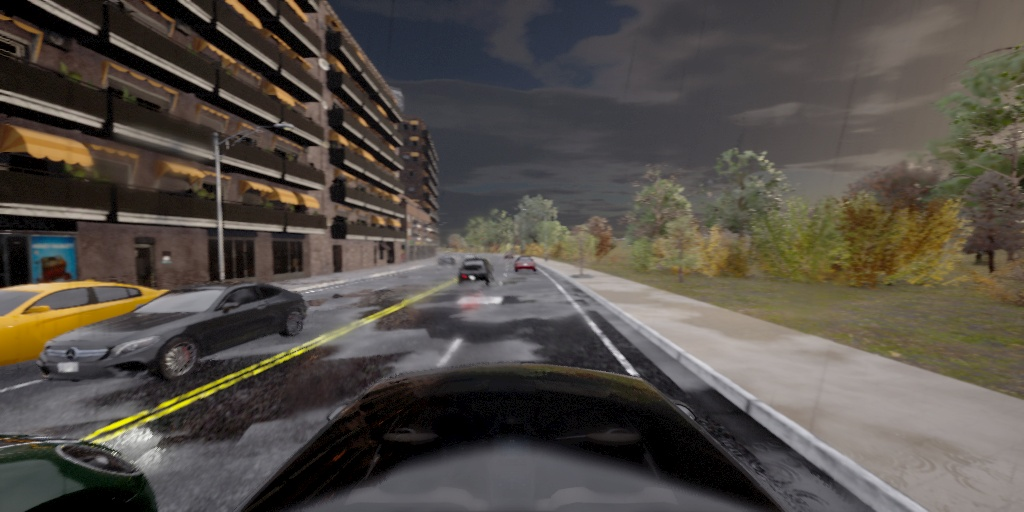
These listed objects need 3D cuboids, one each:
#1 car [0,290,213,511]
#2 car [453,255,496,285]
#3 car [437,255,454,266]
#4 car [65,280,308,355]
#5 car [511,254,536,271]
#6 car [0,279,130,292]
[{"bbox_3d":[-3.175,1.184,0.164,2.097,1.767,4.553,-1,1,3],"label":"car"},{"bbox_3d":[-2.189,0.918,22.635,1.837,1.490,4.892,-1,1,1],"label":"car"},{"bbox_3d":[-8.921,0.617,48.929,1.994,1.385,4.181,-1,1,-1],"label":"car"},{"bbox_3d":[-6.223,1.283,7.433,1.812,1.442,4.674,-1,1,3],"label":"car"},{"bbox_3d":[1.203,0.702,34.414,1.994,1.385,4.181,-1,1,0],"label":"car"},{"bbox_3d":[-9.492,1.295,7.242,1.882,1.535,5.008,-1,1,3],"label":"car"}]
